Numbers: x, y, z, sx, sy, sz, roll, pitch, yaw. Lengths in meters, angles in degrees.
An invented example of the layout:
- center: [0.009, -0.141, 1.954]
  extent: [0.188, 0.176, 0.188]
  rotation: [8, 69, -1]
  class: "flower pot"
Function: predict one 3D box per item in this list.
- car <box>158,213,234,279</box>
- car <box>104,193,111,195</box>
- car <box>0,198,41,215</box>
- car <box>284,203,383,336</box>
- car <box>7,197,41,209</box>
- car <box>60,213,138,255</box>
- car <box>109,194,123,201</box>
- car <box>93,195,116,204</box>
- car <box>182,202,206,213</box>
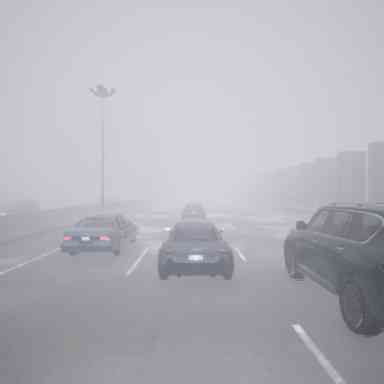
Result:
- center: [0.095, 1.563, 10.076]
  extent: [1.994, 1.385, 4.181]
  rotation: [0, 0, 0]
  class: "car"
- center: [-20.562, 1.159, 79.651]
  extent: [2.150, 2.045, 5.566]
  rotation: [0, 0, -2]
  class: "car"
- center: [-17.428, 1.501, 34.407]
  extent: [1.837, 1.490, 4.892]
  rotation: [0, -1, 1]
  class: "car"
- center: [3.597, 1.221, 6.826]
  extent: [2.150, 2.045, 5.566]
  rotation: [0, 0, 0]
  class: "car"
- center: [-24.091, 1.539, 47.919]
  extent: [2.033, 1.411, 5.357]
  rotation: [0, 0, 2]
  class: "car"
- center: [-3.408, 1.545, 13.173]
  extent: [2.033, 1.411, 5.357]
  rotation: [0, 0, 0]
  class: "car"
- center: [-16.946, 1.535, 75.442]
  extent: [1.994, 1.385, 4.181]
  rotation: [0, 0, -1]
  class: "car"
- center: [-13.542, 1.557, 50.634]
  extent: [1.994, 1.385, 4.181]
  rotation: [0, 0, 2]
  class: "car"
- center: [0.163, 1.561, 28.079]
  extent: [1.994, 1.385, 4.181]
  rotation: [0, 0, 1]
  class: "car"
